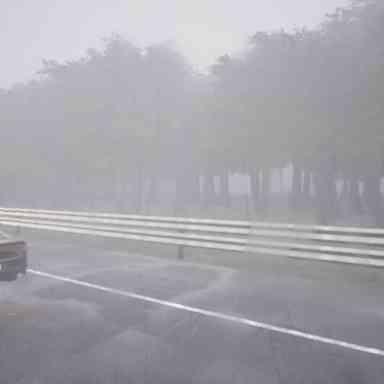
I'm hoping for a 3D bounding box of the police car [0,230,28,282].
[{"bbox_3d":[-6.313,1.408,8.531,5.238,1.638,1.930,0,0,34],"label":"police car"}]
